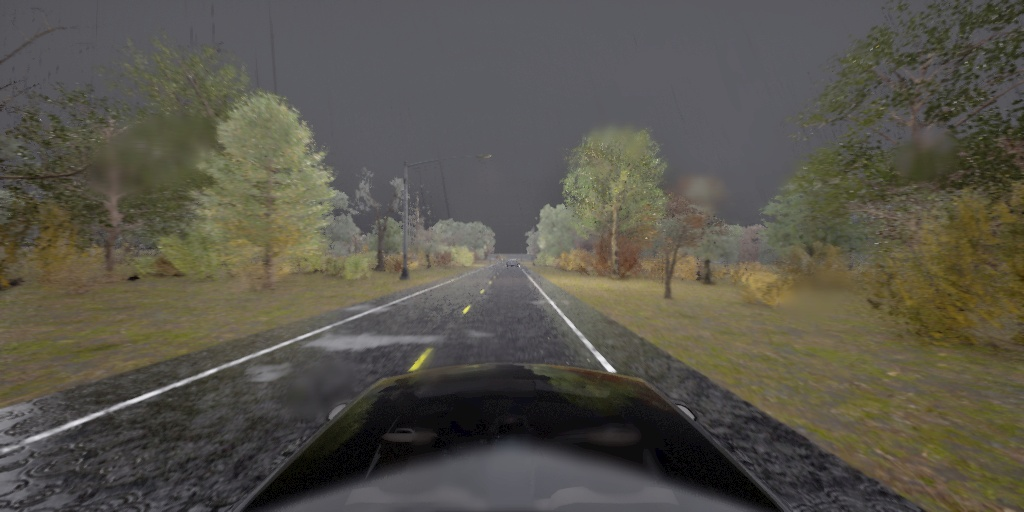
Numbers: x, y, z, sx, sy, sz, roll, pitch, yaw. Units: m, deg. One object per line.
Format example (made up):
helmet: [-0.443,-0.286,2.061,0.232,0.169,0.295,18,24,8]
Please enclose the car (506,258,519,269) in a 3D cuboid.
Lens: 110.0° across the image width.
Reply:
car: [0.006,1.173,56.832,2.163,1.488,4.792,0,0,0]
